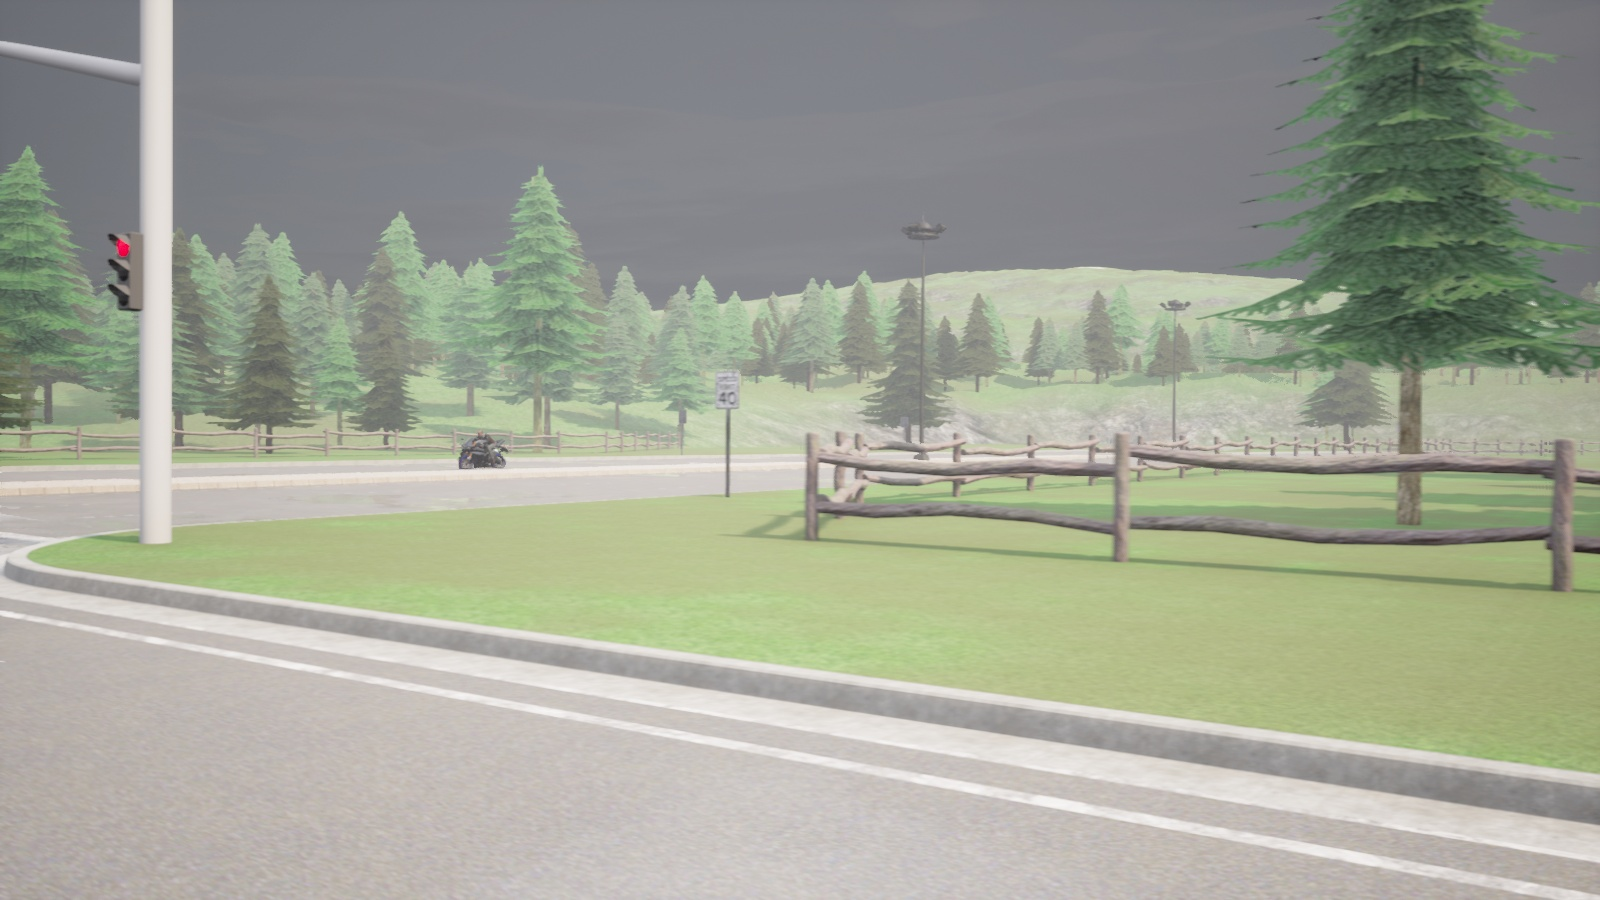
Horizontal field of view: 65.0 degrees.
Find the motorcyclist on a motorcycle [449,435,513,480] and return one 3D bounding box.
[{"bbox_3d":[-11.366,0.257,44.863,0.866,1.530,2.191,0,1,33],"label":"motorcyclist on a motorcycle"}]
